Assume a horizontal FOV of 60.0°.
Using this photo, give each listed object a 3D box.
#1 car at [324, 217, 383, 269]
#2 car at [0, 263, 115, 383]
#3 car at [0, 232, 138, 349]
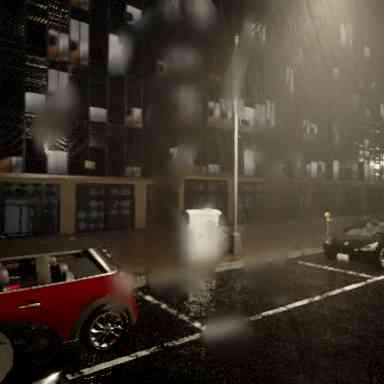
[{"bbox_3d":[6.168,1.513,10.944,4.313,1.339,1.947,0,1,-35],"label":"car"},{"bbox_3d":[-2.984,1.513,1.250,4.892,1.490,1.837,0,0,-35],"label":"car"},{"bbox_3d":[-2.909,1.440,4.470,4.097,1.590,1.967,0,1,-35],"label":"car"}]
